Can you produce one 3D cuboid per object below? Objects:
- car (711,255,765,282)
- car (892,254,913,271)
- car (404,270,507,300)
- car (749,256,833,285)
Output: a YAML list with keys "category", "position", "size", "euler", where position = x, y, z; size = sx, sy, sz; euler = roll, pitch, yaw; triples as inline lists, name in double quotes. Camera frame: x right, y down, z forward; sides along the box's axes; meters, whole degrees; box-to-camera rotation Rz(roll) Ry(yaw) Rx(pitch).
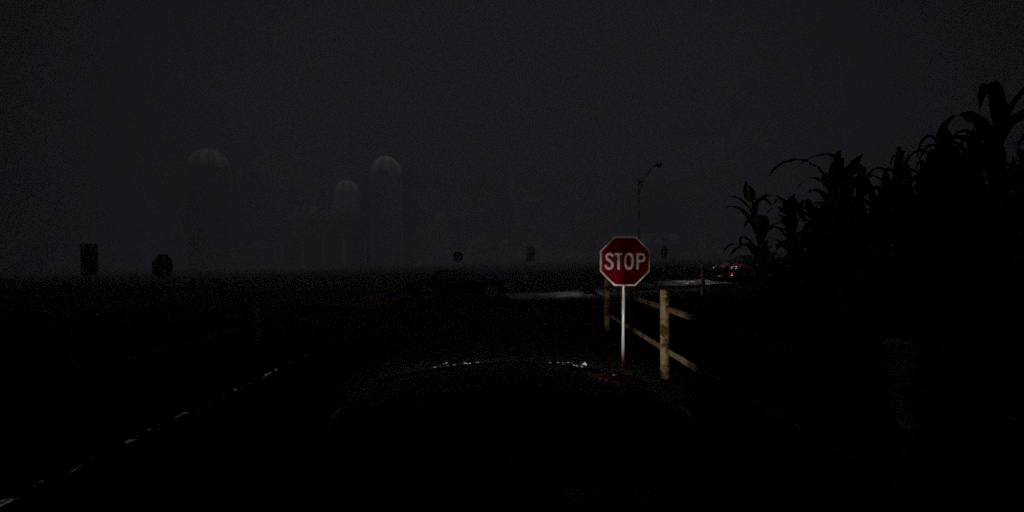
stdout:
- category: "car"
  position: [15.804, 0.712, 24.084]
  size: [4.553, 1.767, 2.097]
  euler: [-1, 1, -13]
- category: "car"
  position: [30.247, 0.568, 27.709]
  size: [4.892, 1.490, 1.837]
  euler: [-1, 1, -15]
- category: "car"
  position: [-2.637, 1.328, 17.194]
  size: [4.718, 1.301, 1.895]
  euler: [0, 0, -11]
- category: "car"
  position: [17.274, 0.879, 21.476]
  size: [4.902, 1.511, 2.128]
  euler: [-1, 1, -13]
